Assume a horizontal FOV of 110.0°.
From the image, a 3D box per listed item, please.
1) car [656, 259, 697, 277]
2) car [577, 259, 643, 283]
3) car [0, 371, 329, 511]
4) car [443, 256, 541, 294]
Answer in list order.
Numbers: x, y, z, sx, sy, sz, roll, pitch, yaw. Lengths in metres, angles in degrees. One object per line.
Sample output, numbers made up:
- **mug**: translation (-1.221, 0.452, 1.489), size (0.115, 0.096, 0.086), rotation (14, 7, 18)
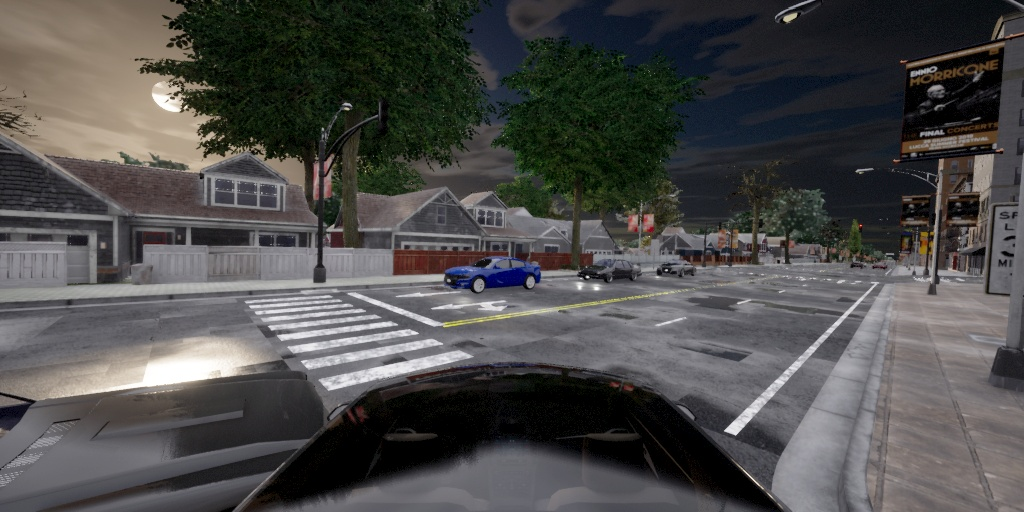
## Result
- **car**: translation (13.879, 0.980, 30.175), size (4.181, 1.385, 1.994), rotation (0, 3, -43)
- **car**: translation (6.529, 0.900, 23.415), size (5.357, 1.411, 2.033), rotation (0, 3, -43)
- **car**: translation (-3.322, 1.279, 1.524), size (4.718, 1.301, 1.895), rotation (1, 2, -33)
- **car**: translation (-0.789, 0.770, 16.656), size (5.008, 1.535, 1.882), rotation (0, 3, -43)
